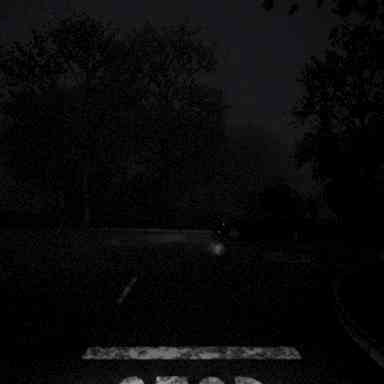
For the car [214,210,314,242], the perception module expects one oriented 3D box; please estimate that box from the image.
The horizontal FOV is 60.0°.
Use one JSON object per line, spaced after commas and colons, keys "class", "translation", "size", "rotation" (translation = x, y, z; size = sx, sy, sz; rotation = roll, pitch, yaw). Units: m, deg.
{"class": "car", "translation": [3.637, 1.650, 17.074], "size": [5.008, 1.535, 1.882], "rotation": [2, -1, 0]}
